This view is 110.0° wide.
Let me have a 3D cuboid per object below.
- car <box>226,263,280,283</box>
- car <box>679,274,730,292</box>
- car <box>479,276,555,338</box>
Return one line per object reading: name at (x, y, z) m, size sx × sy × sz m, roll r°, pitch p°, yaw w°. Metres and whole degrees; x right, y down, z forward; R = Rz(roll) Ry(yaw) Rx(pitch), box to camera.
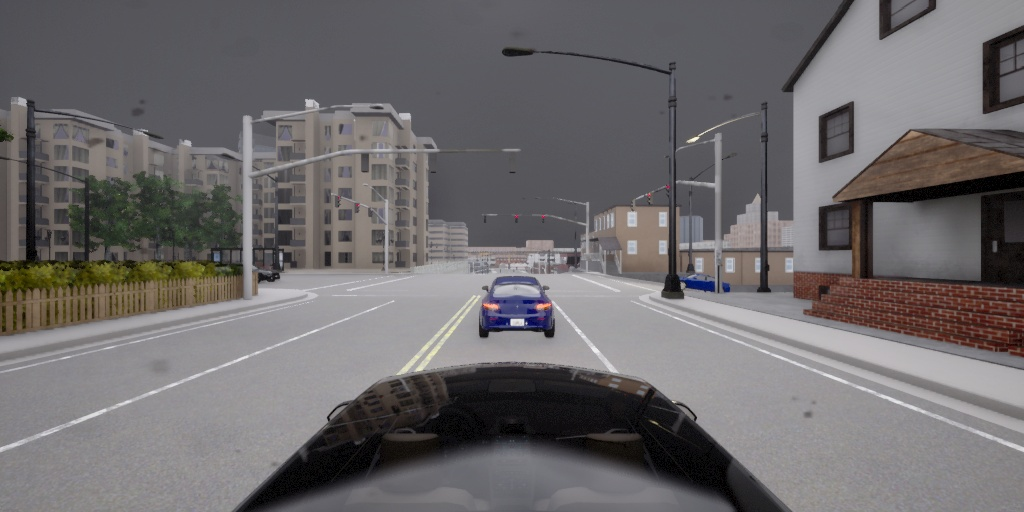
car at (-19.886, 1.255, 26.595) m, size 4.892 × 1.490 × 1.837 m, roll 0°, pitch 0°, yaw 1°
car at (15.377, 2.209, 29.782) m, size 5.008 × 1.535 × 1.882 m, roll 9°, pitch 0°, yaw 1°
car at (0.110, 1.276, 10.098) m, size 1.812 × 1.442 × 4.674 m, roll 0°, pitch 0°, yaw 0°
